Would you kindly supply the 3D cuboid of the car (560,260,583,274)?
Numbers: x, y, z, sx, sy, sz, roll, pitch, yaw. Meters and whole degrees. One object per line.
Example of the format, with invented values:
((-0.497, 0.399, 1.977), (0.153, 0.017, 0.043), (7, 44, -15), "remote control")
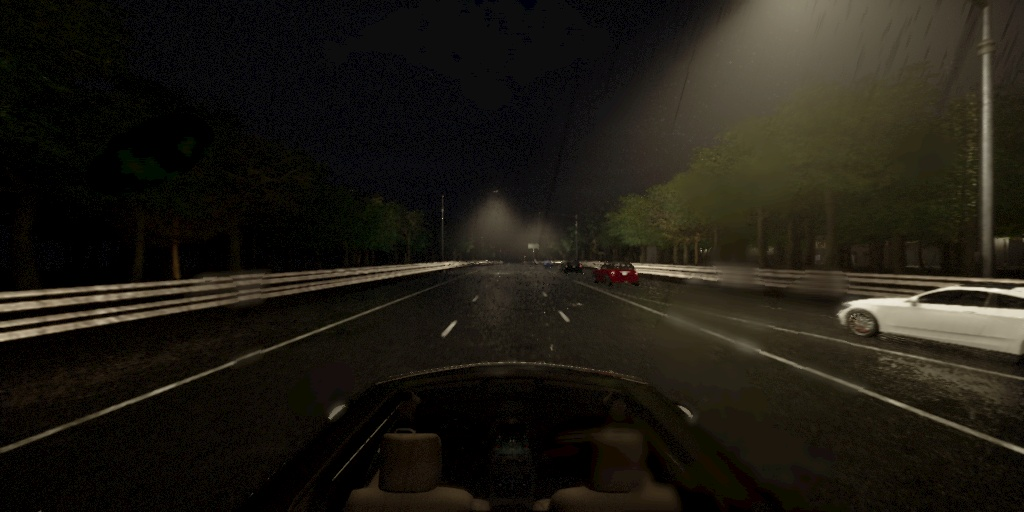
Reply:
((7.015, 1.236, 42.743), (2.097, 1.767, 4.553), (0, 0, 0), "car")

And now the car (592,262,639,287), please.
((7.271, 1.184, 25.625), (2.097, 1.767, 4.553), (0, 0, -4), "car")

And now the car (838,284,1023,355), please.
((9.915, 1.315, 7.625), (1.812, 1.442, 4.674), (0, 0, -13), "car")
